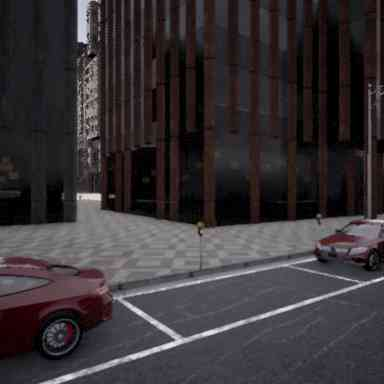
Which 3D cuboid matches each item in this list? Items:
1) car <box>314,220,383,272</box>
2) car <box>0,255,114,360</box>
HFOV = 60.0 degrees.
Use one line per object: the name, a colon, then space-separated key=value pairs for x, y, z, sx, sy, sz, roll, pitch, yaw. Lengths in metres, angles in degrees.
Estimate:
car: x=5.739 y=1.574 z=10.743 sx=4.206 sy=1.307 sz=1.802 roll=0 pitch=0 yaw=-35
car: x=-3.146 y=1.583 z=4.405 sx=4.206 sy=1.307 sz=1.802 roll=0 pitch=0 yaw=-35
